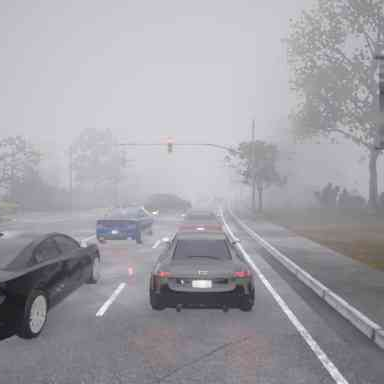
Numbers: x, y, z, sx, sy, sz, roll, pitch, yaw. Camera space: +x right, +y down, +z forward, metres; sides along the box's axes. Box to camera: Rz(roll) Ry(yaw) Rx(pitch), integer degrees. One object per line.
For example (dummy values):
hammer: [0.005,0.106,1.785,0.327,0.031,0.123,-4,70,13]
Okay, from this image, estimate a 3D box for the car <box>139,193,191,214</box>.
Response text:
car: [-2.575,1.220,36.040,5.566,2.045,2.150,0,2,-44]

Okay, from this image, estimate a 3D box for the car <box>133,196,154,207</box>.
car: [-7.675,1.491,52.619,2.128,1.511,4.902,0,0,6]

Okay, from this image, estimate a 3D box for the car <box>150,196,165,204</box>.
car: [-6.486,1.564,62.559,1.994,1.385,4.181,0,0,7]

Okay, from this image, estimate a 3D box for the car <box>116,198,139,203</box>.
car: [-8.578,1.491,43.436,2.128,1.511,4.902,0,0,5]

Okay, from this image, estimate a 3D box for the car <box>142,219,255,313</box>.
car: [0.215,1.564,7.778,1.994,1.385,4.181,0,0,1]

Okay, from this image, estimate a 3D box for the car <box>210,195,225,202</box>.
car: [5.802,1.472,74.258,1.882,1.535,5.008,0,0,9]

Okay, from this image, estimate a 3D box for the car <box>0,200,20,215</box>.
car: [-19.844,1.478,33.326,5.008,1.535,1.882,0,0,6]

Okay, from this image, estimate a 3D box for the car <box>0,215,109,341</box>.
car: [-3.304,1.478,6.615,1.882,1.535,5.008,0,0,1]

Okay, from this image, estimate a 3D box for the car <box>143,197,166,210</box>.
car: [-4.966,1.491,44.517,2.128,1.511,4.902,0,0,5]

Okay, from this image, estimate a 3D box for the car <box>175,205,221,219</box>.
car: [0.438,1.564,16.179,1.994,1.385,4.181,0,0,2]

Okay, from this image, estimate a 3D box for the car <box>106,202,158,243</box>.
car: [-3.070,1.478,16.014,1.882,1.535,5.008,0,0,2]

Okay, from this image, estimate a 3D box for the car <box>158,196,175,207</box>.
car: [-4.034,1.505,53.771,1.837,1.490,4.892,0,0,7]

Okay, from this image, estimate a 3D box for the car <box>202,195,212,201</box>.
car: [3.896,1.500,84.250,1.837,1.490,4.892,0,0,10]

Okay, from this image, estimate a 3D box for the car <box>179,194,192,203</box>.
car: [-1.465,1.355,73.058,2.097,1.767,4.553,0,0,8]

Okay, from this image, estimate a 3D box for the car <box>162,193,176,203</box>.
car: [-4.989,1.225,73.145,2.150,2.045,5.566,0,0,8]

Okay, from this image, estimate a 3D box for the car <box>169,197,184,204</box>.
car: [-2.914,1.601,62.896,1.895,1.301,4.718,0,0,8]

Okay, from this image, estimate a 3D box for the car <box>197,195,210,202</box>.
car: [2.228,1.524,74.046,2.128,1.511,4.902,0,0,9]
